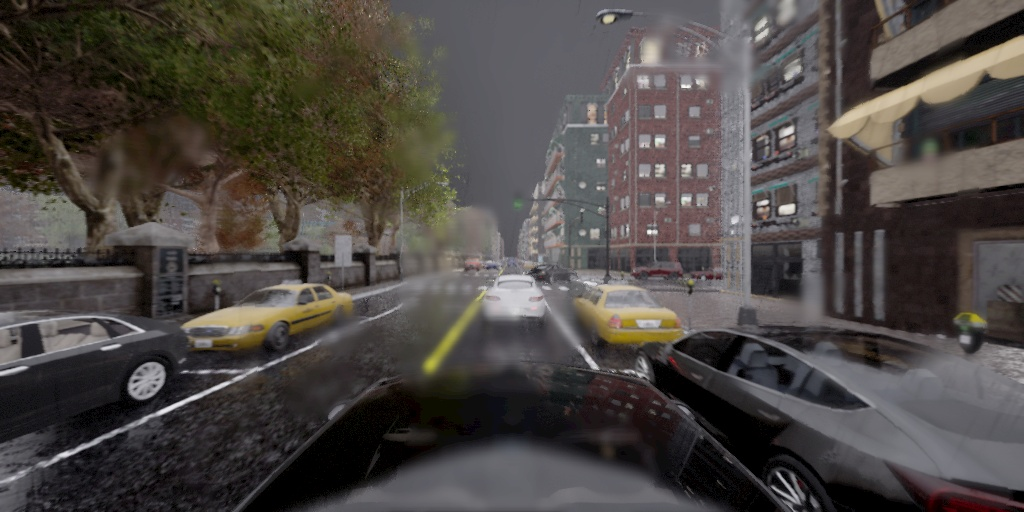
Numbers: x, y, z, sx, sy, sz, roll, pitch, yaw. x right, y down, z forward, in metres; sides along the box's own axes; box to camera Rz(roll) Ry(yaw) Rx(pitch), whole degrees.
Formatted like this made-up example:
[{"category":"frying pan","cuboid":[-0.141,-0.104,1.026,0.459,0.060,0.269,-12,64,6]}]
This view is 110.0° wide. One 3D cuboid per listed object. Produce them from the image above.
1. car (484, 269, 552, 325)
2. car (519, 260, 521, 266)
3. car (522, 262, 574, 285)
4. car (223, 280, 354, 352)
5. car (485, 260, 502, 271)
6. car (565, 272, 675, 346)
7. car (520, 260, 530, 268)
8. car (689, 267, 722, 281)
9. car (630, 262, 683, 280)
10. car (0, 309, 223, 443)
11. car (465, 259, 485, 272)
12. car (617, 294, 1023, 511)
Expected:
[{"category":"car","cuboid":[0.098,1.321,11.858,1.812,1.442,4.674,0,0,0]},{"category":"car","cuboid":[2.679,1.594,63.834,1.888,1.381,4.507,0,0,0]},{"category":"car","cuboid":[3.224,1.384,27.998,1.837,1.490,4.892,-2,-2,39]},{"category":"car","cuboid":[-5.691,1.308,9.027,1.751,1.417,4.829,0,0,0]},{"category":"car","cuboid":[-3.075,1.609,56.217,1.895,1.301,4.718,0,0,0]},{"category":"car","cuboid":[2.689,1.309,9.370,1.751,1.417,4.829,0,0,0]},{"category":"car","cuboid":[2.680,1.545,58.470,1.751,1.417,4.829,0,0,0]},{"category":"car","cuboid":[20.287,1.831,36.199,4.507,1.381,1.888,0,0,0]},{"category":"car","cuboid":[14.592,1.497,36.180,5.009,1.841,2.192,0,0,0]},{"category":"car","cuboid":[-5.690,1.308,3.567,2.007,1.370,4.403,0,0,0]},{"category":"car","cuboid":[-5.699,1.305,52.763,2.192,1.841,5.009,0,0,0]},{"category":"car","cuboid":[2.691,1.324,3.569,1.948,1.339,4.313,0,0,0]}]
